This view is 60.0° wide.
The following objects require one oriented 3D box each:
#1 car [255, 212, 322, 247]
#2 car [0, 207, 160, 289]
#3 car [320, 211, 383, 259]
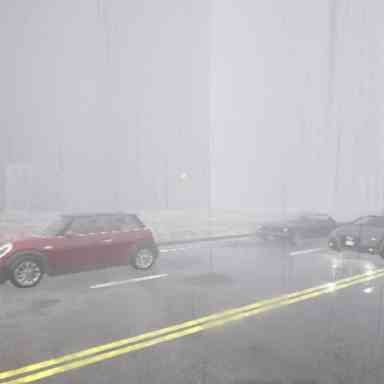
[{"bbox_3d":[5.120,1.625,15.320,4.718,1.301,1.895,0,0,-36],"label":"car"},{"bbox_3d":[-3.259,1.356,9.335,4.553,1.767,2.097,0,0,-35],"label":"car"},{"bbox_3d":[7.080,1.589,12.642,4.181,1.385,1.994,0,0,-35],"label":"car"}]
